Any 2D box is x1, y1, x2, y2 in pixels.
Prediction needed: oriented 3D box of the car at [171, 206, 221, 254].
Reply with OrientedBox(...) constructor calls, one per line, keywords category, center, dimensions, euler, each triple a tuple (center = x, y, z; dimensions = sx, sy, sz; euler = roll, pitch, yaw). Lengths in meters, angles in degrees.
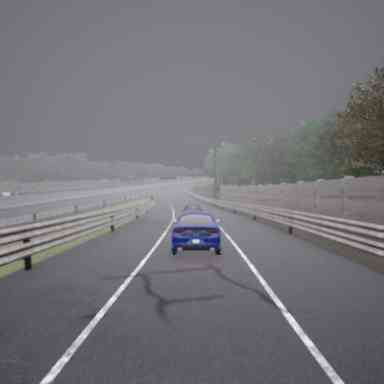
OrientedBox(category="car", center=(0.182, 1.593, 14.151), dimensions=(1.882, 1.535, 5.008), euler=(0, 0, 1))
